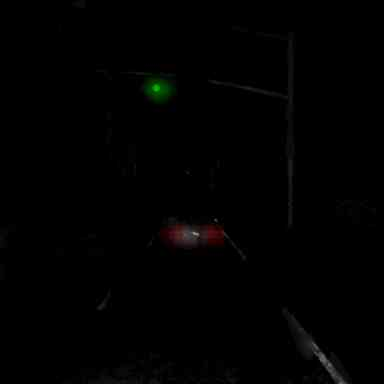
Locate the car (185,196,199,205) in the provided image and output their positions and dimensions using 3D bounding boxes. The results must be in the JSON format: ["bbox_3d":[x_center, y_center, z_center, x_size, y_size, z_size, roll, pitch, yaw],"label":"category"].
[{"bbox_3d":[0.094,1.350,47.095,1.812,1.442,4.674,0,0,0],"label":"car"}]

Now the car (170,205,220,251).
[{"bbox_3d":[0.103,1.496,13.840,2.033,1.411,5.357,0,0,0],"label":"car"}]
